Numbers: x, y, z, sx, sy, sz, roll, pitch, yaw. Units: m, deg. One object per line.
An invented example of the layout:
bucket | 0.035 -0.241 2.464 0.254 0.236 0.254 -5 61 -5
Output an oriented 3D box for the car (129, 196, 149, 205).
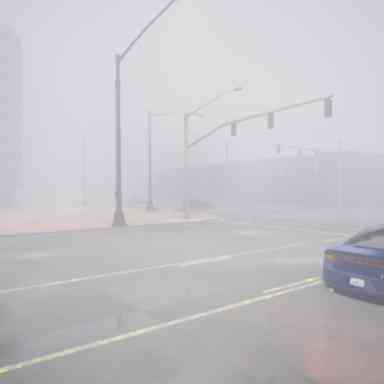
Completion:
car | -8.563 1.369 53.521 1.994 1.385 4.181 -1 0 -35

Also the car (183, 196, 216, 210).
car | 0.836 1.283 40.328 1.882 1.535 5.008 -1 0 -35

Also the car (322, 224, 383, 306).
car | 4.925 1.412 7.260 5.008 1.535 1.882 -1 0 -35
